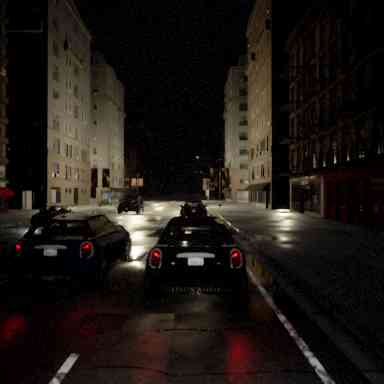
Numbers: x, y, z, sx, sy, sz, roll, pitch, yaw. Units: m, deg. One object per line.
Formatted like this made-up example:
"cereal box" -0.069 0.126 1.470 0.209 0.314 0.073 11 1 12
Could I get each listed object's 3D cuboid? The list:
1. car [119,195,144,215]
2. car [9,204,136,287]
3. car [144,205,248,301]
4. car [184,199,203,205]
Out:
"car" -6.585 1.354 36.364 2.150 2.045 5.566 0 0 0
"car" -3.150 1.384 9.573 2.097 1.767 4.553 0 0 1
"car" 0.101 1.380 8.582 2.097 1.767 4.553 0 0 1
"car" 0.108 1.446 26.520 2.097 1.767 4.553 0 0 0
